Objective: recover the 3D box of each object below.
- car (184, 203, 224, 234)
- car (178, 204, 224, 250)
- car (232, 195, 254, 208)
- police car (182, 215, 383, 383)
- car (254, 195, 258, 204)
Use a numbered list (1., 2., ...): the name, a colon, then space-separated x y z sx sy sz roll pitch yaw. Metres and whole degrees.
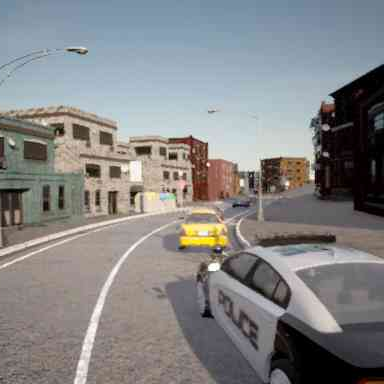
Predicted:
1. car: 0.845 1.437 19.400 1.812 1.442 4.674 -1 0 8
2. car: 0.403 1.388 13.990 1.801 1.575 5.366 -1 0 1
3. car: 6.541 1.318 43.483 1.994 1.385 4.181 0 0 18
4. police car: 1.369 1.373 4.631 1.930 1.638 5.238 -1 0 -13
5. car: 9.487 1.209 52.964 1.812 1.442 4.674 0 0 18
